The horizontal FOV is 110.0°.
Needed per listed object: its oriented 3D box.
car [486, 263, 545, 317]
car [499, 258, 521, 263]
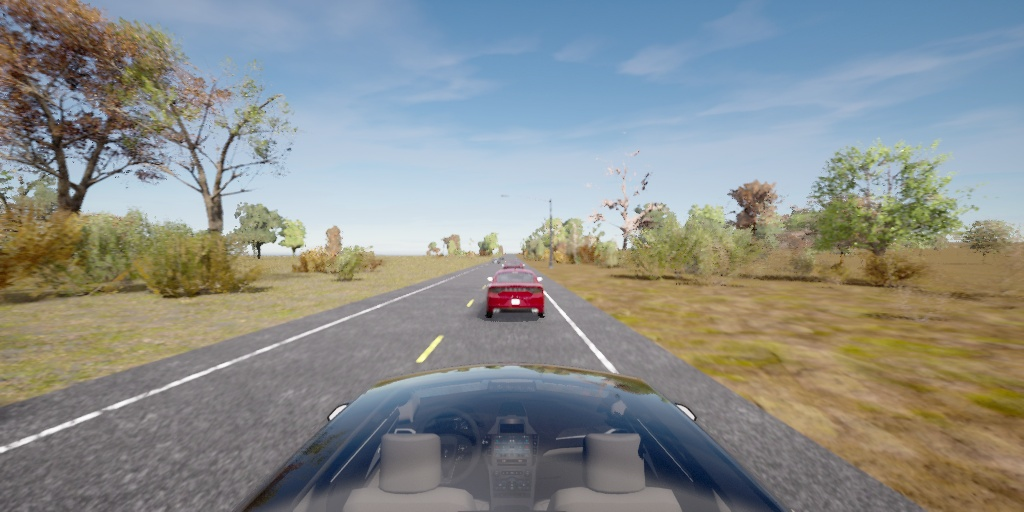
[{"bbox_3d":[0.108,1.205,13.120,1.882,1.535,5.008,0,0,0],"label":"car"},{"bbox_3d":[0.121,1.156,31.505,1.882,1.535,5.008,0,0,0],"label":"car"}]
